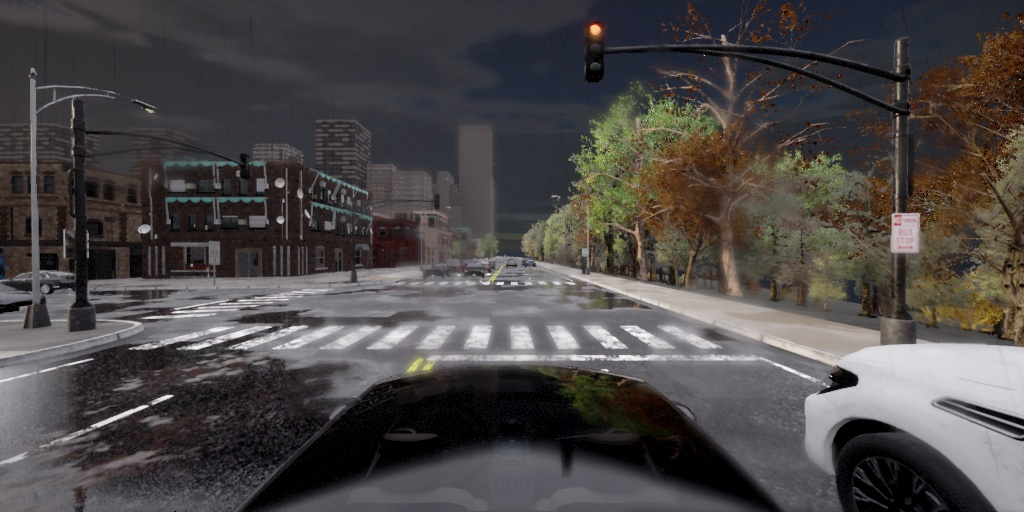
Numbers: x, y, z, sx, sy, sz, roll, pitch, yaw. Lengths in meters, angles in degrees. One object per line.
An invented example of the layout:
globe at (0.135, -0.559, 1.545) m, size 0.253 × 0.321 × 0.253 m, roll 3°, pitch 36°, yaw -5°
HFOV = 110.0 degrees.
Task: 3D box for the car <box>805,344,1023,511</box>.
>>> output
car at (3.356, 0.972, 0.374) m, size 2.150 × 2.045 × 5.566 m, roll 0°, pitch 0°, yaw 0°

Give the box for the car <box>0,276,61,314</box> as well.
car at (-19.973, 1.564, 13.123) m, size 4.313 × 1.339 × 1.948 m, roll 0°, pitch 0°, yaw 0°

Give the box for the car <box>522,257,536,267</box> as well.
car at (3.204, 1.246, 64.077) m, size 1.812 × 1.442 × 4.674 m, roll 0°, pitch 0°, yaw 0°

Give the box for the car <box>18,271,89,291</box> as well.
car at (-28.326, 1.558, 21.616) m, size 4.403 × 1.370 × 2.007 m, roll 0°, pitch 0°, yaw 0°

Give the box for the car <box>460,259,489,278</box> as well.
car at (-3.446, 1.284, 33.865) m, size 2.033 × 1.411 × 5.357 m, roll 0°, pitch 0°, yaw -4°

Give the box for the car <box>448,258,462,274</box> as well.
car at (-6.681, 1.085, 41.560) m, size 2.097 × 1.767 × 4.553 m, roll 0°, pitch 0°, yaw 0°

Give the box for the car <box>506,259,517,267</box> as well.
car at (-0.054, 1.284, 64.106) m, size 1.994 × 1.385 × 4.181 m, roll 0°, pitch 0°, yaw 0°

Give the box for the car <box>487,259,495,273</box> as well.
car at (-3.434, 1.258, 43.328) m, size 1.812 × 1.442 × 4.674 m, roll 0°, pitch 0°, yaw 0°

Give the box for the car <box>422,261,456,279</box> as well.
car at (-6.678, 1.338, 32.475) m, size 1.895 × 1.301 × 4.718 m, roll 0°, pitch 0°, yaw 0°
